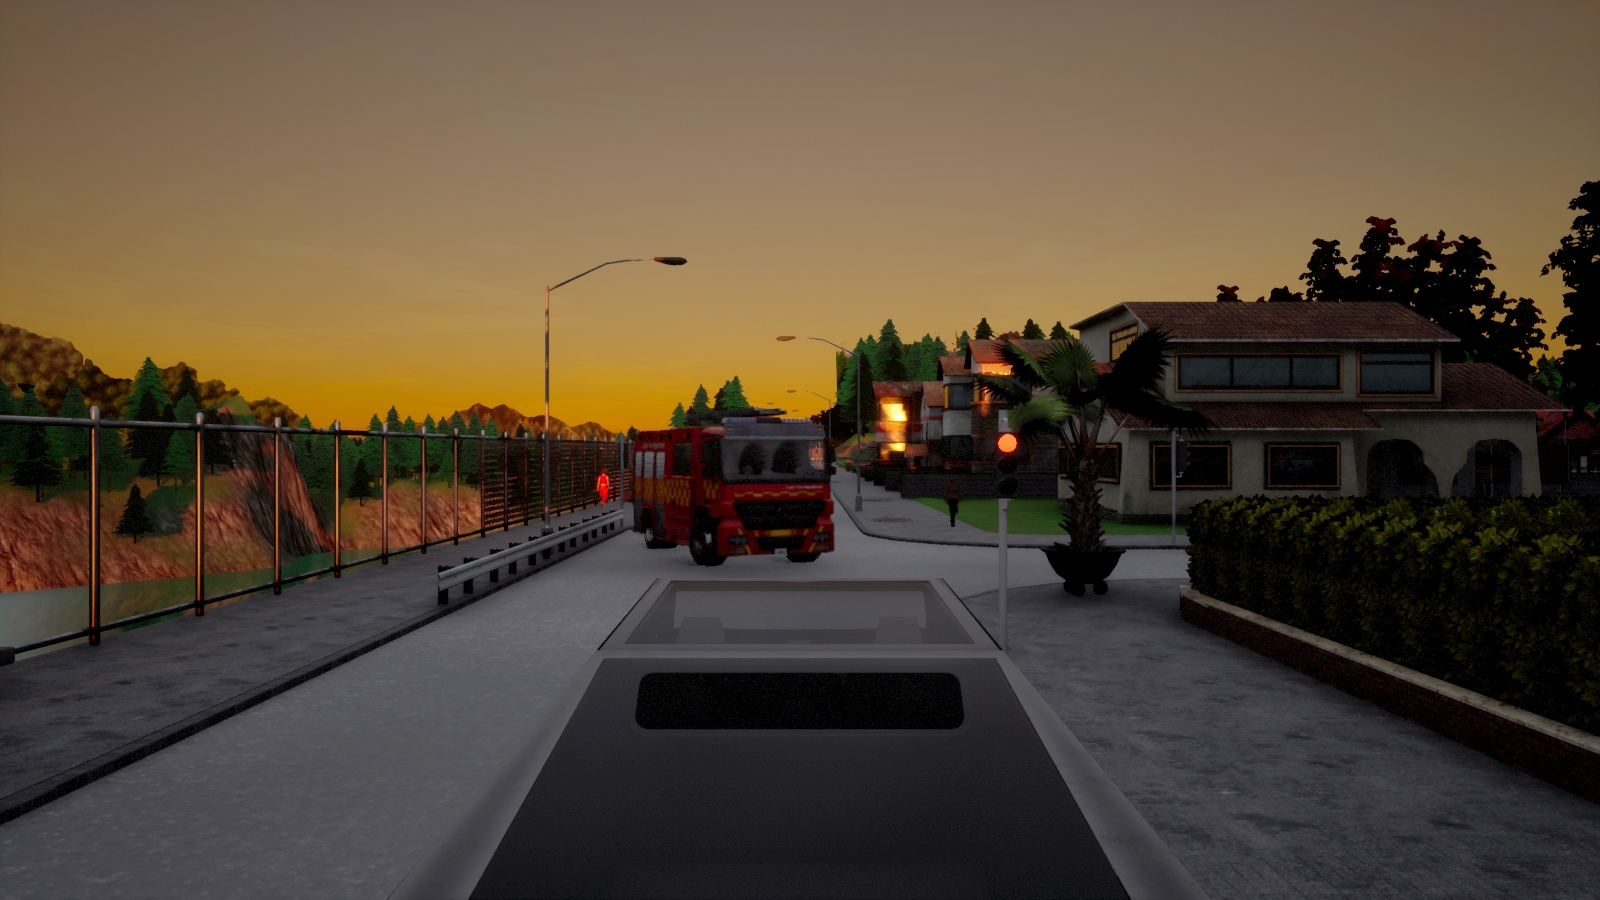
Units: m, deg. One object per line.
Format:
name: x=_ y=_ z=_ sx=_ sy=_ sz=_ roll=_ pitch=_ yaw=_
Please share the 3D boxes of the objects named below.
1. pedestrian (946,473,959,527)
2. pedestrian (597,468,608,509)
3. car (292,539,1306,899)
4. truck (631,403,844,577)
pedestrian: x=5.299 y=1.721 z=39.666 sx=0.375 sy=1.860 sz=0.375 roll=0 pitch=0 yaw=0
pedestrian: x=-8.887 y=1.725 z=51.457 sx=0.375 sy=1.860 sz=0.375 roll=0 pitch=0 yaw=8
car: x=-0.001 y=1.751 z=5.830 sx=2.390 sy=2.098 sz=6.274 roll=0 pitch=0 yaw=0
truck: x=-1.932 y=0.879 z=29.696 sx=2.891 sy=3.827 sz=8.468 roll=0 pitch=0 yaw=-22
